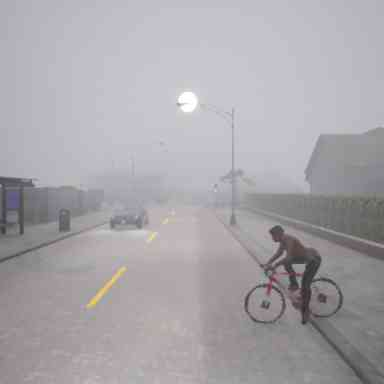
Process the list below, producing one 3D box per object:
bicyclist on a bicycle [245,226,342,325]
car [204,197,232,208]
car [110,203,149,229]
[{"bbox_3d":[1.655,1.375,5.574,1.656,1.620,0.582,-6,0,0],"label":"bicyclist on a bicycle"},{"bbox_3d":[3.731,1.407,45.892,4.674,1.442,1.812,0,0,-41],"label":"car"},{"bbox_3d":[-3.927,1.469,21.474,1.812,1.442,4.674,0,0,1],"label":"car"}]
